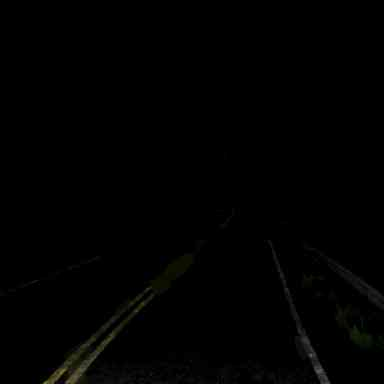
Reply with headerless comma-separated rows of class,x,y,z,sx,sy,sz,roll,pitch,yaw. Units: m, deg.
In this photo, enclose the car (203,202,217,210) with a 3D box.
car,3.270,2.669,62.760,1.994,1.385,4.181,-1,-1,-15
